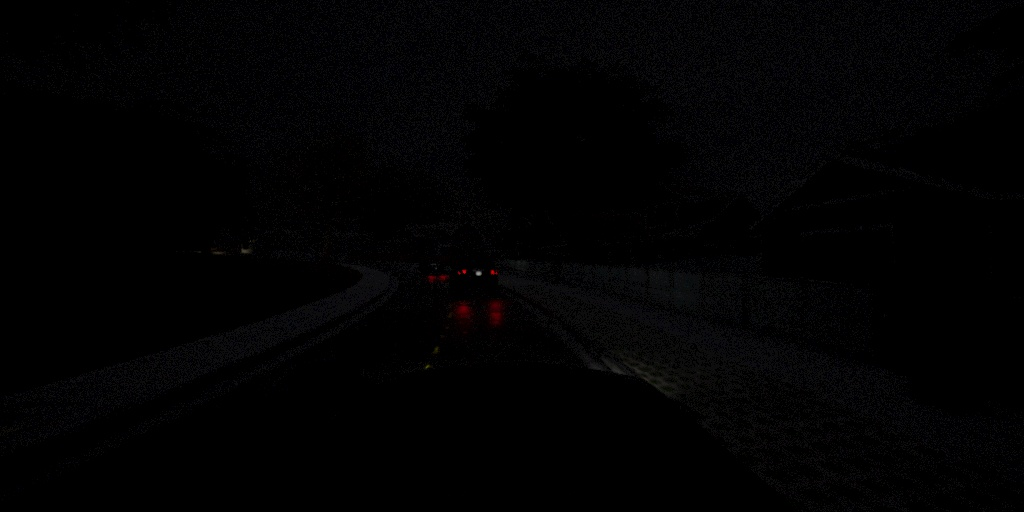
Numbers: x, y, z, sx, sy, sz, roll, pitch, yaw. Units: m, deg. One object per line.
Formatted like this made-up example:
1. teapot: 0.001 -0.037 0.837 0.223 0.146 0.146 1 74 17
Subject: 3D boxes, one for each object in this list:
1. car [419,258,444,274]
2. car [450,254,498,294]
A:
1. car: -8.485 0.996 37.451 2.128 1.511 4.902 0 1 -25
2. car: -2.213 0.926 20.026 2.150 2.045 5.566 0 0 -13
